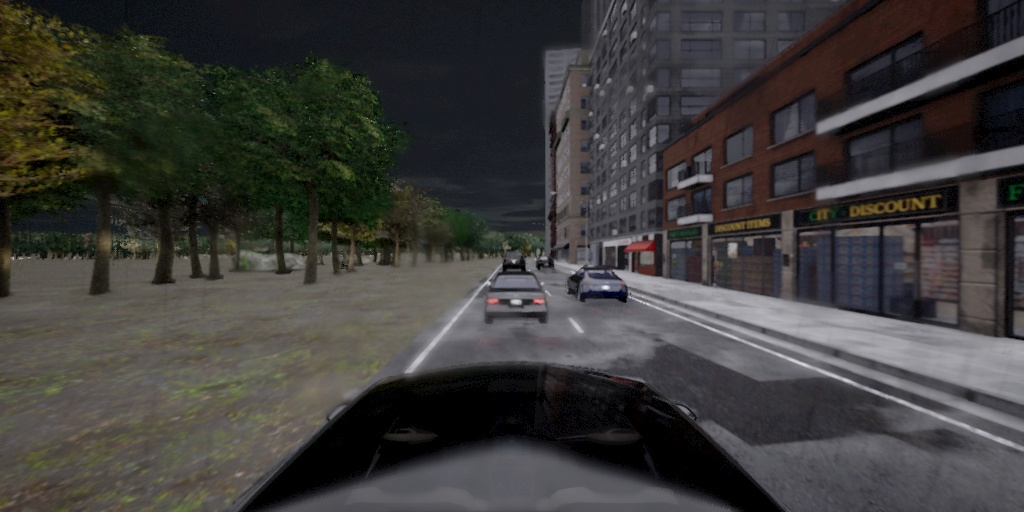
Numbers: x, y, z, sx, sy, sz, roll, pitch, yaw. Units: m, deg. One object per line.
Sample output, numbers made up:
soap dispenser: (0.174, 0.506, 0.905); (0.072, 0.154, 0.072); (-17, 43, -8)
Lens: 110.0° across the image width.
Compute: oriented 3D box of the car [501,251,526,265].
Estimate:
car: (0.182, 0.565, 34.246); (2.150, 2.045, 5.566); (0, 1, 0)

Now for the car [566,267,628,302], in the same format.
car: (3.636, 1.165, 15.897); (1.994, 1.385, 4.181); (0, 1, 0)

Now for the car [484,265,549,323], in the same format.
car: (0.123, 1.197, 11.657); (2.033, 1.411, 5.357); (0, 1, 0)

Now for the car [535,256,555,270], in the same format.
car: (3.712, 0.731, 40.721); (1.882, 1.535, 5.008); (0, 1, 0)
